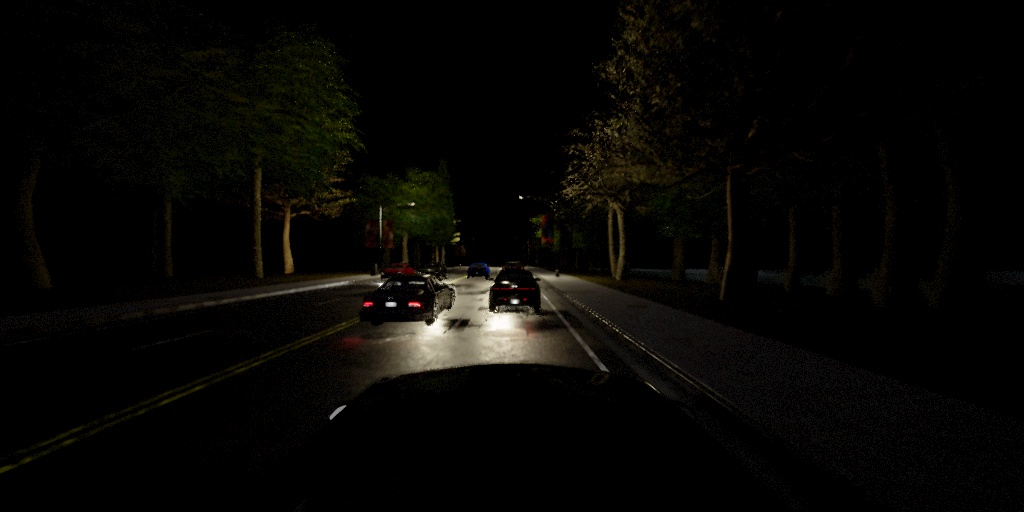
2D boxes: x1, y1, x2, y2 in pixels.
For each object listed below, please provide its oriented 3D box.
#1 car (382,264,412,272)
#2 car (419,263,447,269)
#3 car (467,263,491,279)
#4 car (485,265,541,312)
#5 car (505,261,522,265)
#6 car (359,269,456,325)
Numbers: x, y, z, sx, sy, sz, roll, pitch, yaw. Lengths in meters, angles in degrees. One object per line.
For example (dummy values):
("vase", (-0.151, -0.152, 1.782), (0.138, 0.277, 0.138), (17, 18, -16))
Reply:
("car", (-9.836, 1.402, 31.140), (1.812, 1.442, 4.674), (0, 0, 0))
("car", (-6.587, 1.375, 30.191), (1.837, 1.490, 4.892), (0, -1, 0))
("car", (-3.138, 1.388, 34.538), (1.882, 1.535, 5.008), (0, -1, 0))
("car", (0.098, 1.282, 14.389), (1.837, 1.490, 4.892), (0, 0, 0))
("car", (0.112, 1.242, 32.440), (2.097, 1.767, 4.553), (0, -1, 0))
("car", (-3.147, 1.315, 11.831), (2.033, 1.411, 5.357), (0, 0, 0))
